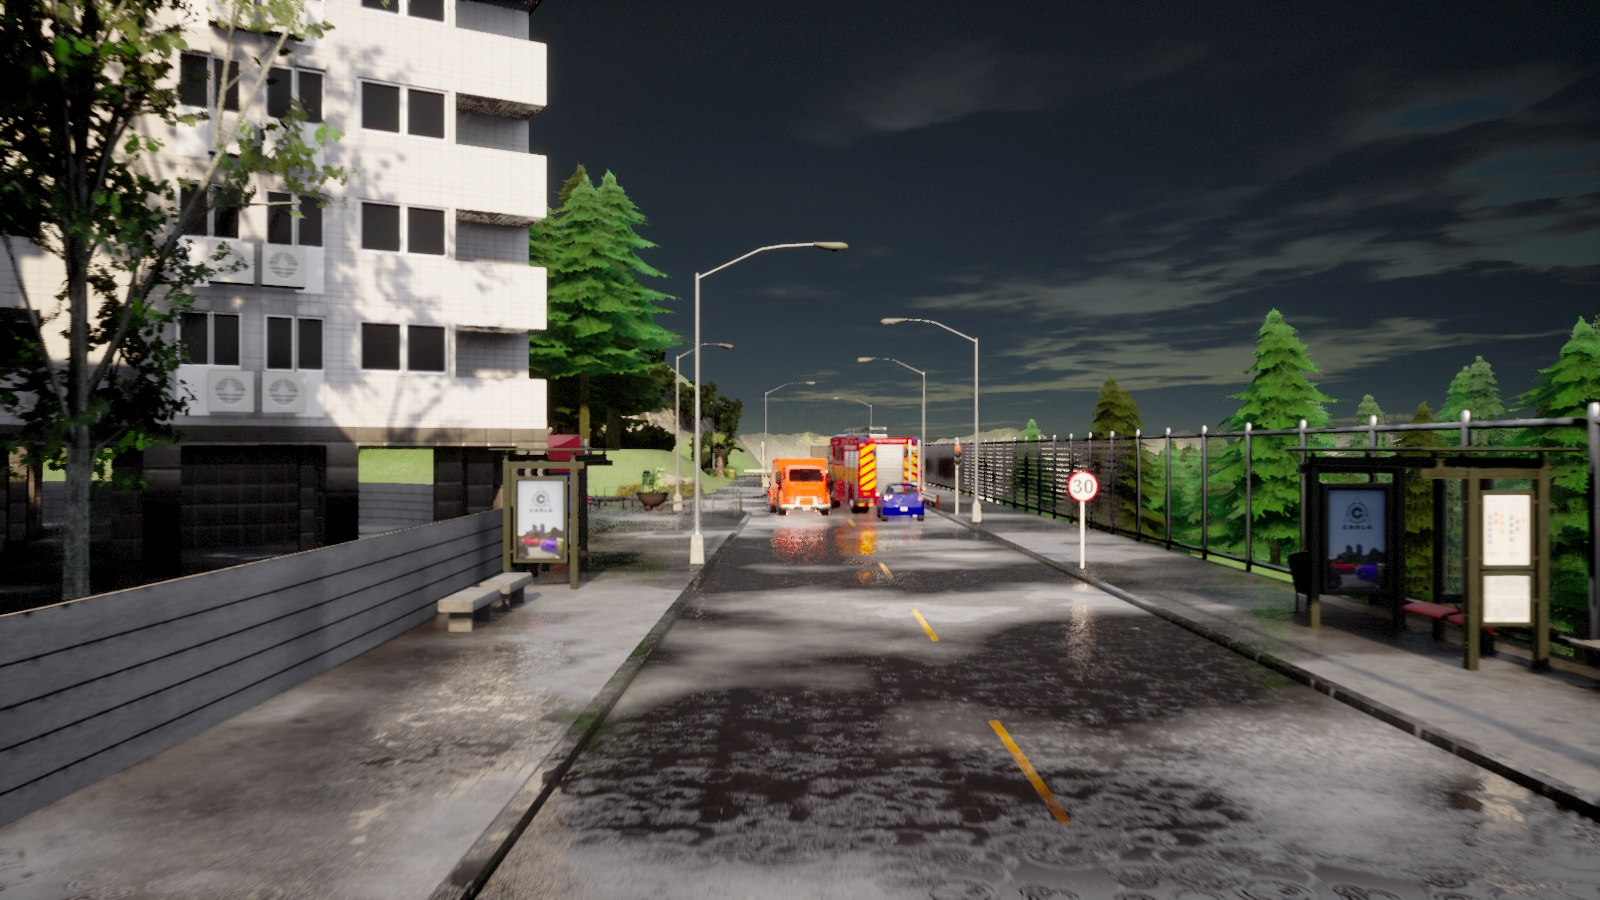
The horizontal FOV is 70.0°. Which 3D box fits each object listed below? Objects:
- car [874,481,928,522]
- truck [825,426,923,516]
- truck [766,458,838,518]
[{"bbox_3d":[3.998,2.038,45.785,1.845,1.501,3.633,0,0,0],"label":"car"},{"bbox_3d":[3.265,0.890,53.294,2.891,3.827,8.468,0,0,-8],"label":"truck"},{"bbox_3d":[0.027,1.571,49.546,2.627,2.467,5.204,0,0,-5],"label":"truck"}]
